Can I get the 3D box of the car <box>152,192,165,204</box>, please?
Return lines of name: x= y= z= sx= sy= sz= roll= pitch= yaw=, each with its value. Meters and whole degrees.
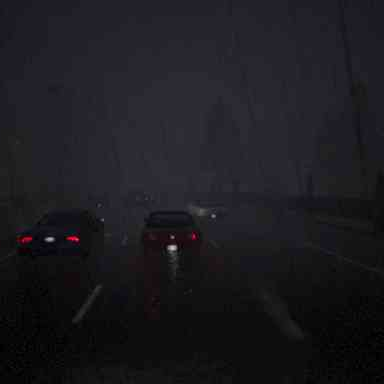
car: x=-4.602 y=0.758 z=40.273 sx=1.812 sy=1.442 sz=4.674 roll=0 pitch=1 yaw=-22

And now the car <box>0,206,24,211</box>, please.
car: x=-14.115 y=1.058 z=25.161 sx=1.882 sy=1.535 sz=5.008 roll=0 pitch=1 yaw=-16

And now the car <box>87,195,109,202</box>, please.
car: x=-9.724 y=0.956 z=34.217 sx=1.895 sy=1.301 sz=4.718 roll=0 pitch=1 yaw=-20

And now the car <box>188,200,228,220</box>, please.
car: x=0.862 y=1.160 z=22.803 sx=1.895 sy=1.301 sz=4.718 roll=0 pitch=1 yaw=-12

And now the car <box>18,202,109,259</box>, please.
car: x=-4.273 y=1.326 z=11.738 sx=2.033 sy=1.411 sz=5.357 roll=0 pitch=1 yaw=-7

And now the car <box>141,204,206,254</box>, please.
car: x=-0.863 y=1.363 z=12.350 sx=1.895 sy=1.301 sz=4.718 roll=0 pitch=1 yaw=-7

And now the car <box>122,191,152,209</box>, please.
car: x=-5.711 y=0.722 z=33.169 sx=2.097 sy=1.767 sz=4.553 roll=0 pitch=1 yaw=-18
